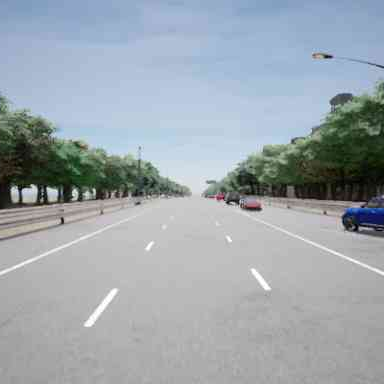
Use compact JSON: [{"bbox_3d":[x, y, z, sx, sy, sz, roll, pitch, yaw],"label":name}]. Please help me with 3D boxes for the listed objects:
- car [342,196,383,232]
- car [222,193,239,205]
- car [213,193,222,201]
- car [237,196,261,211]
[{"bbox_3d":[10.262,1.214,17.071,2.150,2.045,5.566,0,0,-14],"label":"car"},{"bbox_3d":[7.010,1.132,57.894,2.150,2.045,5.566,0,0,0],"label":"car"},{"bbox_3d":[7.071,1.181,81.436,2.150,2.045,5.566,0,0,0],"label":"car"},{"bbox_3d":[7.096,1.507,40.705,1.994,1.385,4.181,0,0,-1],"label":"car"}]
